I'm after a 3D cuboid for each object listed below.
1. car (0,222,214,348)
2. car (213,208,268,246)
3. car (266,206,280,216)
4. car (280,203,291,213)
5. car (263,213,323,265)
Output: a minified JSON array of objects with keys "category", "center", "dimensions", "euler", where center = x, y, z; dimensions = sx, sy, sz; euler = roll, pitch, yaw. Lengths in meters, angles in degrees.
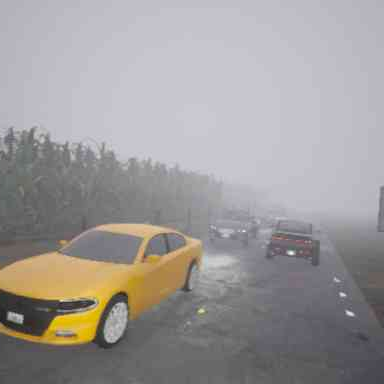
[{"category":"car","center":[-1.310,1.382,6.488],"dimensions":[1.882,1.535,5.008],"euler":[5,0,21]},{"category":"car","center":[2.265,1.695,16.763],"dimensions":[2.128,1.511,4.902],"euler":[5,0,19]},{"category":"car","center":[5.619,1.992,26.550],"dimensions":[1.812,1.442,4.674],"euler":[5,0,19]},{"category":"car","center":[10.759,2.401,41.246],"dimensions":[1.994,1.385,4.181],"euler":[5,0,19]},{"category":"car","center":[4.162,1.871,13.535],"dimensions":[1.837,1.490,4.892],"euler":[5,0,19]}]
